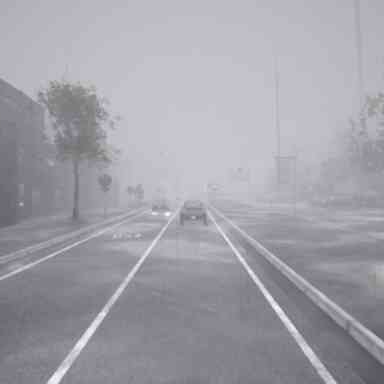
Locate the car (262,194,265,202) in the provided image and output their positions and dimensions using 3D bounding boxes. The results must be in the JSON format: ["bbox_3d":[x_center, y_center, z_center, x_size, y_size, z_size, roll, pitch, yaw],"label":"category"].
[{"bbox_3d":[18.682,1.410,72.563,5.366,1.575,1.946,0,-1,0],"label":"car"}]

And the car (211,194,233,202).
[{"bbox_3d":[6.275,1.251,70.574,4.553,1.767,2.185,0,-1,0],"label":"car"}]

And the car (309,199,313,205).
[{"bbox_3d":[18.680,1.314,46.313,4.674,1.452,2.002,0,0,0],"label":"car"}]

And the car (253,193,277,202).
[{"bbox_3d":[18.352,1.410,83.743,5.566,2.045,2.435,0,-1,-1],"label":"car"}]

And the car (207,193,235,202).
[{"bbox_3d":[6.083,1.335,67.654,5.366,1.575,1.946,0,-1,0],"label":"car"}]

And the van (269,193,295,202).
[{"bbox_3d":[18.424,1.108,67.109,4.442,1.987,1.878,0,-1,0],"label":"van"}]

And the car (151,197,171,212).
[{"bbox_3d":[-3.348,1.368,36.857,1.837,1.490,4.892,0,0,0],"label":"car"}]

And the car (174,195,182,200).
[{"bbox_3d":[-3.323,1.474,78.115,1.882,1.535,5.008,0,-1,0],"label":"car"}]

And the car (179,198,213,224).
[{"bbox_3d":[0.098,1.405,23.881,2.128,1.511,4.902,0,0,0],"label":"car"}]

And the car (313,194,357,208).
[{"bbox_3d":[18.751,1.159,43.143,4.553,1.767,2.185,0,0,0],"label":"car"}]

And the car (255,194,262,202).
[{"bbox_3d":[18.421,1.271,78.282,5.566,2.045,2.435,0,-1,-1],"label":"car"}]

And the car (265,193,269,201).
[{"bbox_3d":[18.703,1.368,69.902,5.366,1.575,1.946,0,-1,0],"label":"car"}]

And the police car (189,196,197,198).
[{"bbox_3d":[0.095,1.347,42.202,2.038,1.542,4.974,0,0,0],"label":"police car"}]

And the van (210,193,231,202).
[{"bbox_3d":[6.335,1.204,73.614,4.442,1.987,1.878,0,-1,0],"label":"van"}]

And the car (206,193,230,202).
[{"bbox_3d":[6.190,1.305,79.804,5.566,2.045,2.435,0,-1,-1],"label":"car"}]
